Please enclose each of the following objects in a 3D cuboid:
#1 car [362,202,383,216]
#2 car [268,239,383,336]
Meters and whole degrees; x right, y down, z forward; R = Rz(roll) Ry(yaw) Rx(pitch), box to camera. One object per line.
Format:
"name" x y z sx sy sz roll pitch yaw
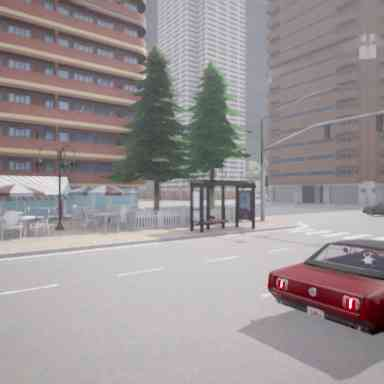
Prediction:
"car" 18.303 1.566 30.460 2.033 1.411 5.357 0 0 -19
"car" 3.733 1.595 6.473 4.718 1.301 1.895 0 0 -36
